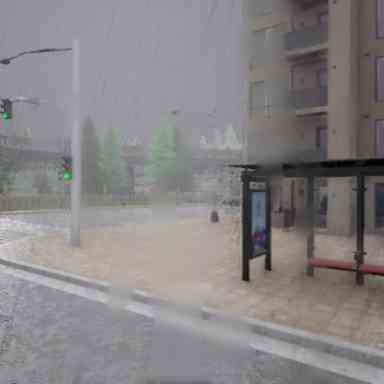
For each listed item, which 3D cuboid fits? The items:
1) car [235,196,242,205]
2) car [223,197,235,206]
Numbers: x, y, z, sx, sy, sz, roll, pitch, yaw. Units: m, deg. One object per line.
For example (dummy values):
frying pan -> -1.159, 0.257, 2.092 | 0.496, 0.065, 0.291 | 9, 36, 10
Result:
car -> 8.993, 1.325, 46.604 | 4.902, 1.511, 2.128 | 0, 0, -25
car -> 6.987, 1.292, 49.475 | 5.008, 1.535, 1.882 | 0, 0, -26
